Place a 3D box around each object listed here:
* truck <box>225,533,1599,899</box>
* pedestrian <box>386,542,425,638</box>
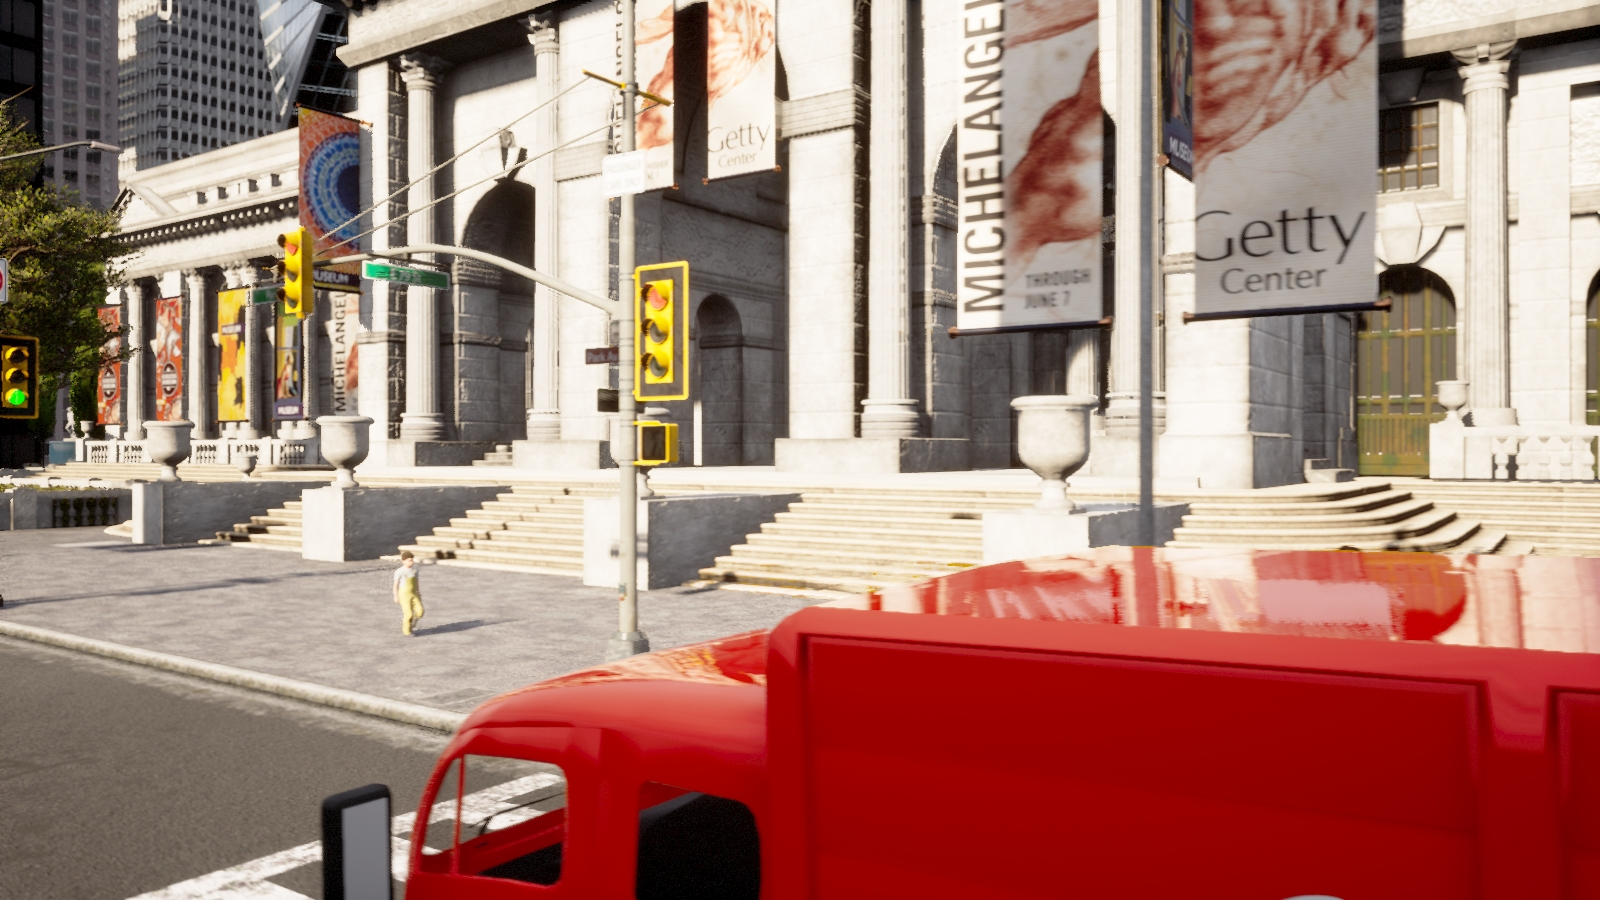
[{"bbox_3d":[1.225,1.539,2.922,5.204,2.467,2.627,-2,-1,35],"label":"truck"},{"bbox_3d":[-5.586,1.977,16.196,0.375,1.300,0.375,0,0,37],"label":"pedestrian"}]
